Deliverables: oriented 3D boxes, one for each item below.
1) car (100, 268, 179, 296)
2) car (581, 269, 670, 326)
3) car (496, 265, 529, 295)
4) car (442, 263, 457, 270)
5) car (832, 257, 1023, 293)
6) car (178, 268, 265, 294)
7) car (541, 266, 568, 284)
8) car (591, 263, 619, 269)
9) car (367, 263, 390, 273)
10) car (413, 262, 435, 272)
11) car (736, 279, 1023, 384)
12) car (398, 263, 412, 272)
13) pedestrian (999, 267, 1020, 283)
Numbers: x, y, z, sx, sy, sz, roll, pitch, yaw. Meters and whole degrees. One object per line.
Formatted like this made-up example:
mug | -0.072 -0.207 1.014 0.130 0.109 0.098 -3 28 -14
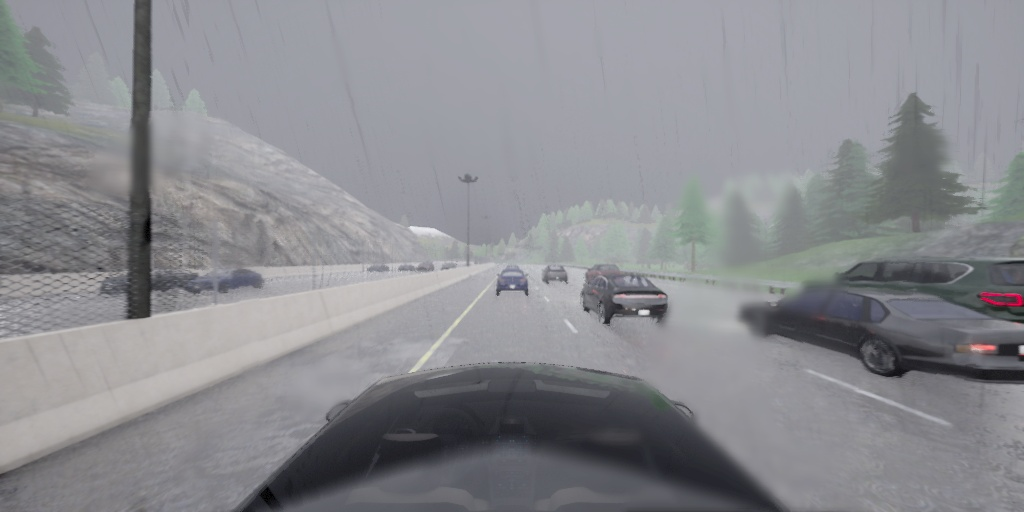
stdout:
car | -21.095 1.455 21.231 2.128 1.511 4.902 0 -1 0
car | 3.601 1.354 12.205 2.128 1.511 4.902 0 -1 0
car | 0.037 1.491 21.660 1.812 1.442 4.674 0 -1 0
car | -10.525 1.889 60.740 1.837 1.490 4.892 0 -1 1
car | 10.602 1.055 9.628 2.150 2.045 5.566 0 -1 0
car | -17.595 1.499 22.386 1.812 1.442 4.674 0 -1 0
car | 3.604 1.551 30.648 2.128 1.511 4.902 0 -1 0
car | 7.101 1.384 28.040 2.097 1.767 4.553 0 -1 0
car | -21.034 1.892 56.928 2.033 1.411 5.357 0 -1 1
car | -14.042 1.715 58.680 2.097 1.767 4.553 0 -1 1
car | 7.100 1.358 7.426 2.033 1.411 5.357 0 -1 0
car | -17.529 1.940 59.954 1.994 1.385 4.181 0 -1 1
pedestrian | 14.824 0.672 10.708 0.375 1.300 0.375 0 -1 0
